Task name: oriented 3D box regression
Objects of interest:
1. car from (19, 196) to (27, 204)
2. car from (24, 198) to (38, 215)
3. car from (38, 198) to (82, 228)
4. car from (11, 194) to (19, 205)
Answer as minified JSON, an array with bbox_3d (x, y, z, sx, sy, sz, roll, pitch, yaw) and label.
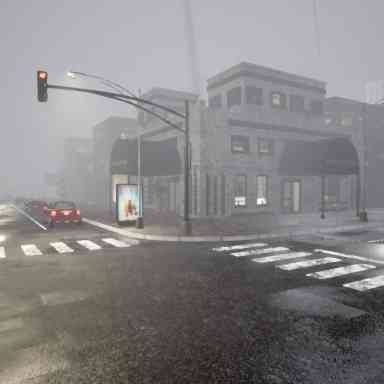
[{"bbox_3d":[-17.213,1.331,36.038,2.008,1.369,4.403,-1,1,-31],"label":"car"},{"bbox_3d":[-14.285,1.385,31.151,1.802,1.307,4.206,-1,1,-31],"label":"car"},{"bbox_3d":[-8.431,1.289,21.376,1.967,1.590,4.097,-1,1,-31],"label":"car"},{"bbox_3d":[-25.996,1.269,50.698,2.008,1.369,4.403,-1,1,-31],"label":"car"}]
